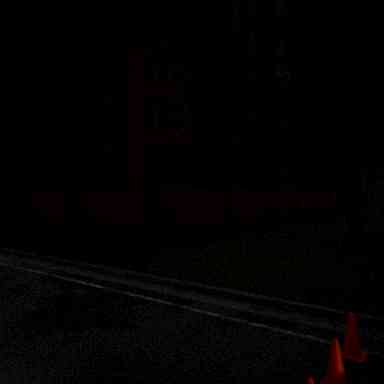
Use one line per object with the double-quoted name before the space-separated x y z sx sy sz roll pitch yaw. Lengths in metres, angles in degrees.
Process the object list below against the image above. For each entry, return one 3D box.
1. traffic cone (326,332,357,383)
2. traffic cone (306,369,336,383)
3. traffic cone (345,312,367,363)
"traffic cone" 1.646 1.976 3.827 0.340 0.580 0.340 0 0 35
"traffic cone" 1.068 1.972 3.012 0.340 0.580 0.340 0 0 35
"traffic cone" 2.225 1.979 4.643 0.340 0.580 0.340 0 0 35
